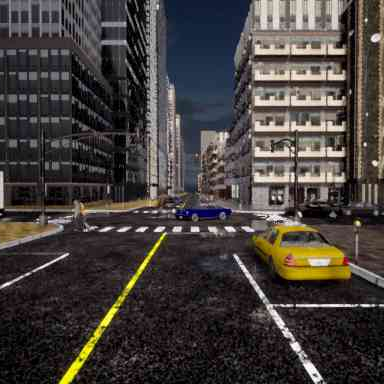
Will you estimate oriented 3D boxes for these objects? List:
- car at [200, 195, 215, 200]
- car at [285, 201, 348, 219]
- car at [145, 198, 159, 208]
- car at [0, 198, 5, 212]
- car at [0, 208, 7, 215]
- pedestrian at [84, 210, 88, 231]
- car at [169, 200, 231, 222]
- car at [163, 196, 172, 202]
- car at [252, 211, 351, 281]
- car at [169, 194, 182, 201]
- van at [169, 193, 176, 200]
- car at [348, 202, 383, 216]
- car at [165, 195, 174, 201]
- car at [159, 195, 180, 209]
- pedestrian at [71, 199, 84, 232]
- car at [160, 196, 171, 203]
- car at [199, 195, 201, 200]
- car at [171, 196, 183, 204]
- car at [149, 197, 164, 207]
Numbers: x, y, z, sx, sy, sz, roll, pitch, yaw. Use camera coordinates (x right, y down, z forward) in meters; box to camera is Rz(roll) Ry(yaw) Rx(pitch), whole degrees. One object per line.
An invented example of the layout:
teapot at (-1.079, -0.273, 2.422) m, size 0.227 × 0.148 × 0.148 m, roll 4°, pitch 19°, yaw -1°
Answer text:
car at (2.781, 1.537, 53.118) m, size 2.008 × 1.369 × 4.403 m, roll -1°, pitch 0°, yaw 0°
car at (10.901, 1.548, 30.028) m, size 5.008 × 1.535 × 1.882 m, roll 1°, pitch 1°, yaw 0°
car at (-5.611, 1.512, 47.310) m, size 1.752 × 1.417 × 4.829 m, roll -1°, pitch 0°, yaw 0°
car at (-21.597, 1.274, 33.187) m, size 4.829 × 1.417 × 1.752 m, roll 0°, pitch 0°, yaw 1°
car at (-18.276, 1.421, 27.374) m, size 5.357 × 1.411 × 2.033 m, roll 0°, pitch 1°, yaw 1°
pedestrian at (-6.380, 1.288, 19.049) m, size 0.375 × 1.860 × 0.375 m, roll -1°, pitch 1°, yaw 0°
car at (0.860, 1.593, 26.453) m, size 4.718 × 1.301 × 1.895 m, roll 0°, pitch 0°, yaw -39°
car at (-5.554, 1.564, 75.752) m, size 1.802 × 1.307 × 4.206 m, roll -1°, pitch 0°, yaw 0°
car at (2.826, 1.522, 9.679) m, size 1.752 × 1.417 × 4.829 m, roll -1°, pitch 0°, yaw 0°
car at (-2.979, 1.511, 55.593) m, size 1.812 × 1.442 × 4.674 m, roll 0°, pitch 0°, yaw 0°
van at (-5.525, 1.320, 92.717) m, size 1.690 × 1.788 × 3.998 m, roll -1°, pitch 0°, yaw 0°
car at (16.377, 1.622, 32.616) m, size 4.403 × 1.369 × 2.008 m, roll 0°, pitch 1°, yaw 1°
car at (-5.544, 1.526, 81.407) m, size 1.887 × 1.381 × 4.507 m, roll -1°, pitch 0°, yaw 0°
car at (-3.001, 1.492, 45.846) m, size 1.837 × 1.490 × 4.892 m, roll 0°, pitch 0°, yaw 0°
pedestrian at (-6.375, 1.289, 18.372) m, size 0.375 × 1.860 × 0.375 m, roll -1°, pitch 1°, yaw 0°
car at (-5.566, 1.528, 70.098) m, size 1.887 × 1.381 × 4.507 m, roll -1°, pitch 0°, yaw 0°
car at (2.845, 1.420, 87.046) m, size 1.967 × 1.590 × 4.097 m, roll -1°, pitch 0°, yaw 0°
car at (-2.909, 1.531, 65.978) m, size 2.033 × 1.411 × 5.357 m, roll 0°, pitch 0°, yaw 0°
car at (-5.599, 1.552, 53.134) m, size 1.947 × 1.339 × 4.313 m, roll -1°, pitch 0°, yaw 0°
